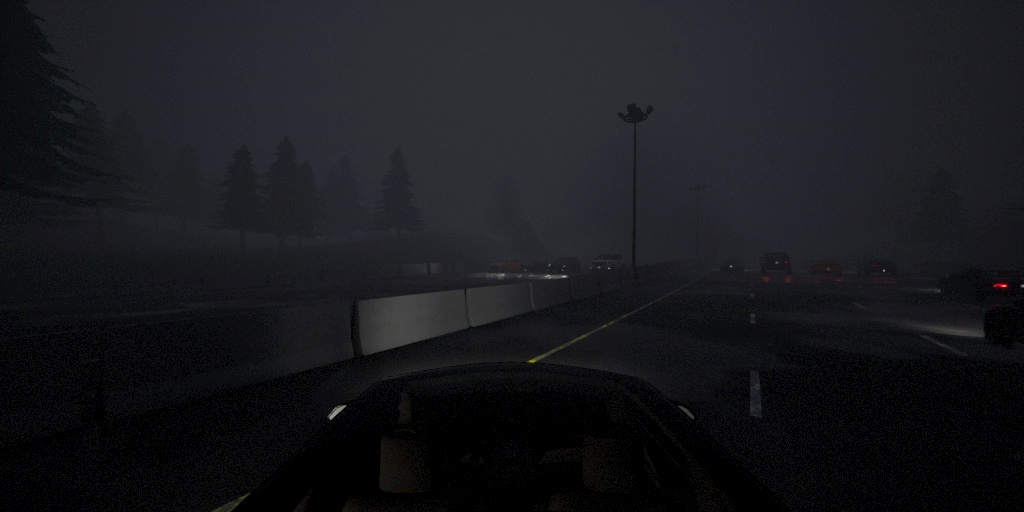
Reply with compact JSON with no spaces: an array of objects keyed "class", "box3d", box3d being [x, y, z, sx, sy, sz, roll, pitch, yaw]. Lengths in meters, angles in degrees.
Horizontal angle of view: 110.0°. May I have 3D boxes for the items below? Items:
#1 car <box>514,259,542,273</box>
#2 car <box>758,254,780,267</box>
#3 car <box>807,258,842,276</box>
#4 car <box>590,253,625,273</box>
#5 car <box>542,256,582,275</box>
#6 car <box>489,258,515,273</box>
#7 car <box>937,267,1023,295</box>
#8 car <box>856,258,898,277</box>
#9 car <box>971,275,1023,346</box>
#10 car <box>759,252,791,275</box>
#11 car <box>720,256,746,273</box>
[{"class":"car","box3d":[2.616,1.133,38.601,1.895,1.301,4.718,0,1,34]},{"class":"car","box3d":[33.373,0.584,46.653,2.128,1.511,4.902,0,1,33]},{"class":"car","box3d":[27.856,0.892,32.073,1.882,1.535,5.008,0,1,34]},{"class":"car","box3d":[9.922,0.707,36.898,2.150,2.045,5.566,0,1,34]},{"class":"car","box3d":[5.341,0.890,36.389,2.097,1.767,4.553,0,1,34]},{"class":"car","box3d":[-0.566,1.013,40.147,1.882,1.535,5.008,0,1,34]},{"class":"car","box3d":[21.392,1.197,16.052,2.033,1.411,5.357,0,1,34]},{"class":"car","box3d":[31.218,0.905,30.804,1.837,1.490,4.892,0,1,34]},{"class":"car","box3d":[10.651,1.268,6.240,1.812,1.442,4.674,0,0,34]},{"class":"car","box3d":[24.773,0.638,33.752,2.150,2.045,5.566,0,1,34]},{"class":"car","box3d":[22.566,0.956,36.756,1.994,1.385,4.181,0,1,34]}]
